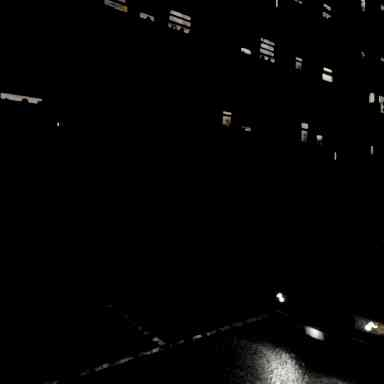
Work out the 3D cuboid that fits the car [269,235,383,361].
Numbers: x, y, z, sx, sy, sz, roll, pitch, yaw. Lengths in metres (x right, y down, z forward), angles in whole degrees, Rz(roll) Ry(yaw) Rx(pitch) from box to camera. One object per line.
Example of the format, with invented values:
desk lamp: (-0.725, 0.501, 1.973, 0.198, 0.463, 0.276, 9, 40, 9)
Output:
car: (3.852, 1.550, 6.108, 5.357, 1.411, 2.033, 0, 0, -35)
